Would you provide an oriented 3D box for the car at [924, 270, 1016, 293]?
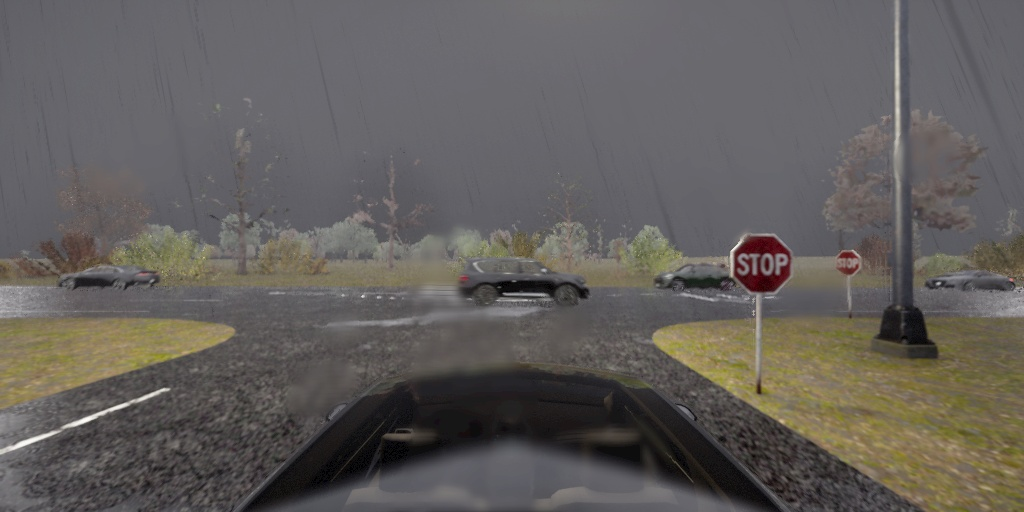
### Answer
[{"bbox_3d":[29.679,1.611,23.329,4.181,1.385,1.994,0,0,-2],"label":"car"}]

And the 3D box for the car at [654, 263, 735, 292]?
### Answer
[{"bbox_3d":[11.480,1.285,22.795,4.553,1.767,2.097,0,0,-2],"label":"car"}]

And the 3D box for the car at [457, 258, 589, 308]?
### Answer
[{"bbox_3d":[0.444,1.095,15.491,5.566,2.045,2.150,0,0,-1],"label":"car"}]

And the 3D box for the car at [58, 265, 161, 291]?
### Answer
[{"bbox_3d":[-24.386,1.314,21.815,4.902,1.511,2.128,0,0,-2],"label":"car"}]
